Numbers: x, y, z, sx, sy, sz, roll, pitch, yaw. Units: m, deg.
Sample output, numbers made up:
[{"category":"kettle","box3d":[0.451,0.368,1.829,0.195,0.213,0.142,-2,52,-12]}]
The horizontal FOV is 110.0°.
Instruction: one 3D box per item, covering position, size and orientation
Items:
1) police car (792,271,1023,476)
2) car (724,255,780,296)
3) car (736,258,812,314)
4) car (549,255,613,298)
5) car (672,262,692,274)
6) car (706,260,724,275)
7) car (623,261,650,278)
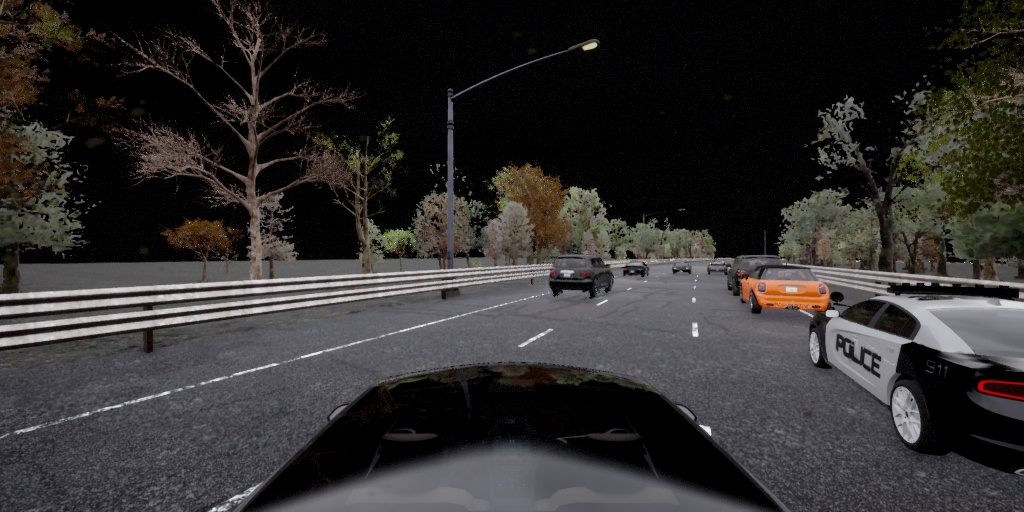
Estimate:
[{"category":"police car","box3d":[5.614,1.175,4.707,1.930,1.638,5.238,0,0,26]},{"category":"car","box3d":[12.671,0.978,18.754,2.150,2.045,5.566,0,0,27]},{"category":"car","box3d":[9.951,1.102,13.423,2.097,1.767,4.553,0,0,27]},{"category":"car","box3d":[3.732,0.972,18.701,2.150,2.045,5.566,0,0,27]},{"category":"car","box3d":[19.393,1.369,40.789,1.895,1.301,4.718,0,0,29]},{"category":"car","box3d":[22.503,1.261,39.304,2.128,1.511,4.902,0,0,29]},{"category":"car","box3d":[12.044,1.238,34.580,1.882,1.535,5.008,0,0,28]}]
